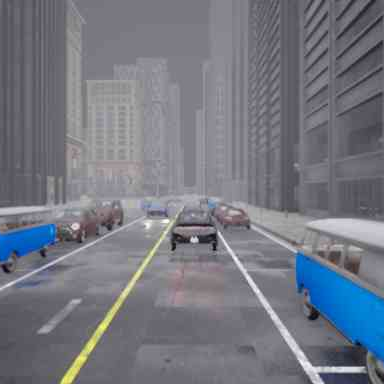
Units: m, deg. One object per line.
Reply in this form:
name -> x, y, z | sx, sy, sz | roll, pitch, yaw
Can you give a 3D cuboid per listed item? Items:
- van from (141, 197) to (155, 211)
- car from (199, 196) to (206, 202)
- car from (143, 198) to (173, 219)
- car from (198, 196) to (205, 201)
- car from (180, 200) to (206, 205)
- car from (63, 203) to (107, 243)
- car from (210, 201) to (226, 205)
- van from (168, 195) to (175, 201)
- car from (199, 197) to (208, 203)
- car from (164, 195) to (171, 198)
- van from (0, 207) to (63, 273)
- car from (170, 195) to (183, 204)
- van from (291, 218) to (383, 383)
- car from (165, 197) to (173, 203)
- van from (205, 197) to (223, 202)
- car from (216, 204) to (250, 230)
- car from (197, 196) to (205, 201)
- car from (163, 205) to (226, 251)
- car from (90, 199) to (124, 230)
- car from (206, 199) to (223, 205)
van -> -5.771, 1.535, 44.314 | 1.690, 1.788, 3.998 | 0, 0, 0
car -> 2.751, 1.901, 89.612 | 1.752, 1.417, 4.829 | 0, 0, 0
car -> -3.102, 1.615, 31.262 | 1.882, 1.535, 5.008 | 0, 0, 0
car -> 2.751, 1.946, 95.083 | 2.008, 1.369, 4.403 | 0, 0, 0
car -> 0.094, 1.739, 31.380 | 1.895, 1.301, 4.718 | 0, 0, 0
car -> -5.768, 1.512, 16.109 | 1.967, 1.590, 4.097 | 0, 0, 0
car -> 2.757, 1.703, 27.395 | 1.802, 1.307, 4.206 | 0, 0, 0
van -> -5.775, 1.736, 95.082 | 1.690, 1.788, 3.998 | 0, 0, 0
car -> 2.752, 1.899, 78.160 | 1.947, 1.339, 4.313 | 0, 0, 0
car -> -5.773, 1.752, 72.517 | 1.967, 1.590, 4.097 | 0, 0, 0
van -> -5.768, 1.388, 10.469 | 1.690, 1.788, 3.998 | 0, 0, 0
car -> -3.007, 1.795, 72.525 | 2.033, 1.411, 5.357 | 0, 0, 0
van -> 2.758, 1.363, 4.833 | 1.690, 1.788, 3.998 | 0, 0, 0
car -> -5.774, 1.920, 83.799 | 1.947, 1.339, 4.313 | 0, 0, 0
van -> 2.755, 1.511, 38.677 | 1.690, 1.788, 3.998 | 0, 0, 0
car -> 2.757, 1.678, 21.754 | 1.802, 1.307, 4.206 | 0, 0, 0
car -> 2.348, 1.778, 62.975 | 1.837, 1.490, 4.892 | 0, 0, 0
car -> 0.091, 1.556, 14.537 | 2.128, 1.511, 4.902 | 0, 0, 0
car -> -5.769, 1.411, 21.751 | 2.192, 1.841, 5.009 | 0, 0, 0
car -> 2.756, 1.711, 33.036 | 1.947, 1.339, 4.313 | 0, 0, 0
